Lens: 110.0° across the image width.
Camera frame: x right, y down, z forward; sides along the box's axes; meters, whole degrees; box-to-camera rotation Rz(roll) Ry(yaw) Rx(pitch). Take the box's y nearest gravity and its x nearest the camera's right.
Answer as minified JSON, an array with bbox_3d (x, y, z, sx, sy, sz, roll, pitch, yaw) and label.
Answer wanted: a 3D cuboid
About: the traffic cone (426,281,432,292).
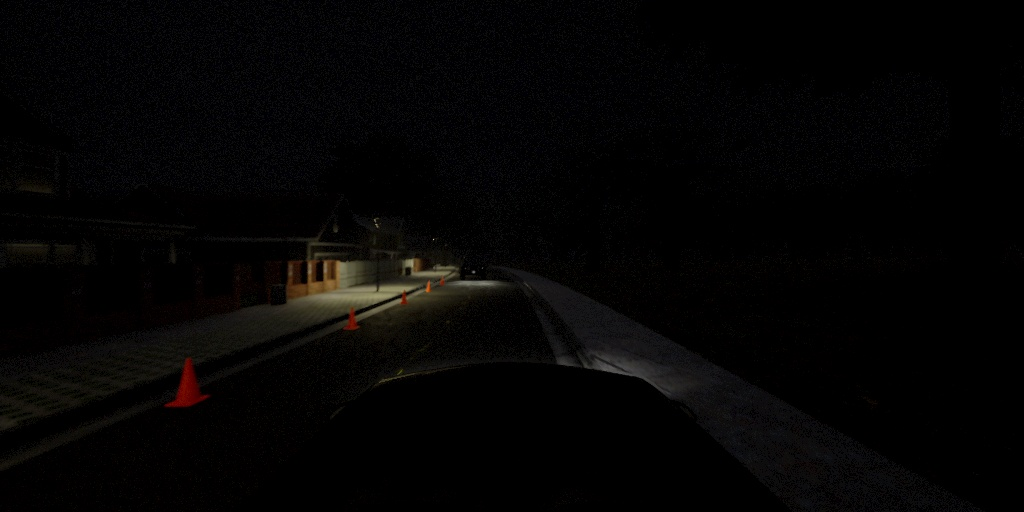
[{"bbox_3d":[-4.588,1.677,19.778,0.340,0.580,0.340,0,0,-2],"label":"traffic cone"}]

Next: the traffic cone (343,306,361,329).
[{"bbox_3d":[-4.392,1.681,9.857,0.340,0.580,0.340,0,0,0],"label":"traffic cone"}]

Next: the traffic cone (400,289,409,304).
[{"bbox_3d":[-4.450,1.677,14.818,0.340,0.580,0.340,0,0,-1],"label":"traffic cone"}]

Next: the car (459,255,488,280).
[{"bbox_3d":[-3.420,0.965,31.860,2.150,2.045,5.566,0,0,-7],"label":"car"}]

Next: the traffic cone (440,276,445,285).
[{"bbox_3d":[-4.803,1.682,24.735,0.340,0.580,0.340,0,0,-3],"label":"traffic cone"}]

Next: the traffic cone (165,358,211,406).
[{"bbox_3d":[-4.412,1.689,4.896,0.340,0.580,0.340,0,0,1],"label":"traffic cone"}]
